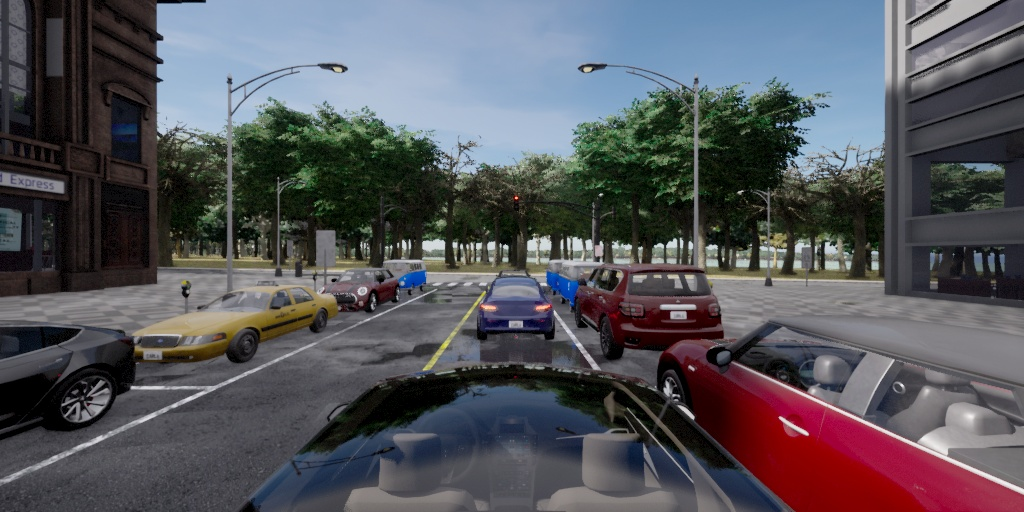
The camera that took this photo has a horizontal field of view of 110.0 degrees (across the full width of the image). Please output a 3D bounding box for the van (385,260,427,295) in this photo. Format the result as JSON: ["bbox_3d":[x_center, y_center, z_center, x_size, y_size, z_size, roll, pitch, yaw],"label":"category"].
[{"bbox_3d":[-5.763,1.091,19.207,1.690,1.789,3.998,0,0,0],"label":"van"}]

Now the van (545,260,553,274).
[{"bbox_3d":[2.762,1.091,19.207,1.690,1.789,3.998,0,0,0],"label":"van"}]

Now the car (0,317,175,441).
[{"bbox_3d":[-5.763,1.315,2.894,1.948,1.339,4.313,0,0,0],"label":"car"}]

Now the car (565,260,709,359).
[{"bbox_3d":[2.762,1.064,8.332,2.192,1.841,5.009,0,0,0],"label":"car"}]

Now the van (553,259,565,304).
[{"bbox_3d":[2.762,1.090,13.770,1.690,1.789,3.998,0,0,0],"label":"van"}]

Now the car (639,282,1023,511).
[{"bbox_3d":[2.763,1.190,2.895,1.967,1.591,4.097,0,0,0],"label":"car"}]

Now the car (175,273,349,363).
[{"bbox_3d":[-5.763,1.275,8.162,1.751,1.417,4.829,0,0,0],"label":"car"}]

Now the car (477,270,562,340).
[{"bbox_3d":[0.098,1.275,9.870,1.812,1.442,4.674,0,0,0],"label":"car"}]

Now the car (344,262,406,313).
[{"bbox_3d":[-5.763,1.189,13.769,1.967,1.591,4.097,0,0,0],"label":"car"}]
